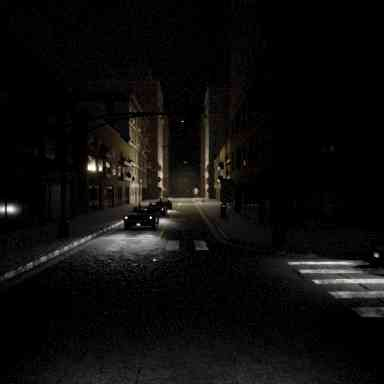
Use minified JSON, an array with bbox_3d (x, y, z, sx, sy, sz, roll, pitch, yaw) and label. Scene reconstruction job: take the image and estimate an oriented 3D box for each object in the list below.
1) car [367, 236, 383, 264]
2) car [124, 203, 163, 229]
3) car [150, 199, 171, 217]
[{"bbox_3d":[7.580,1.520,9.660,4.674,1.442,1.812,0,0,-5],"label":"car"},{"bbox_3d":[-3.180,1.596,21.741,1.895,1.301,4.718,0,0,-1],"label":"car"},{"bbox_3d":[-3.317,1.591,30.970,1.895,1.301,4.718,0,0,-1],"label":"car"}]
